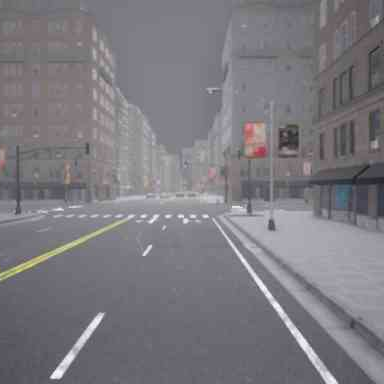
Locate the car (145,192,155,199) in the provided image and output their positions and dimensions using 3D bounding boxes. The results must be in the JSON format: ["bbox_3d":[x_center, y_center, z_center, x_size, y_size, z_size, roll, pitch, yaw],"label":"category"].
[{"bbox_3d":[-9.787,0.848,78.326,1.882,1.535,5.008,0,0,0],"label":"car"}]

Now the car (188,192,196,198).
[{"bbox_3d":[-0.041,0.781,87.327,1.882,1.535,5.008,0,0,0],"label":"car"}]

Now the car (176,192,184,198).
[{"bbox_3d":[-3.292,0.781,87.359,1.882,1.535,5.008,0,0,0],"label":"car"}]

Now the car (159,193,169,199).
[{"bbox_3d":[-6.537,0.894,78.328,1.812,1.442,4.674,0,0,0],"label":"car"}]
